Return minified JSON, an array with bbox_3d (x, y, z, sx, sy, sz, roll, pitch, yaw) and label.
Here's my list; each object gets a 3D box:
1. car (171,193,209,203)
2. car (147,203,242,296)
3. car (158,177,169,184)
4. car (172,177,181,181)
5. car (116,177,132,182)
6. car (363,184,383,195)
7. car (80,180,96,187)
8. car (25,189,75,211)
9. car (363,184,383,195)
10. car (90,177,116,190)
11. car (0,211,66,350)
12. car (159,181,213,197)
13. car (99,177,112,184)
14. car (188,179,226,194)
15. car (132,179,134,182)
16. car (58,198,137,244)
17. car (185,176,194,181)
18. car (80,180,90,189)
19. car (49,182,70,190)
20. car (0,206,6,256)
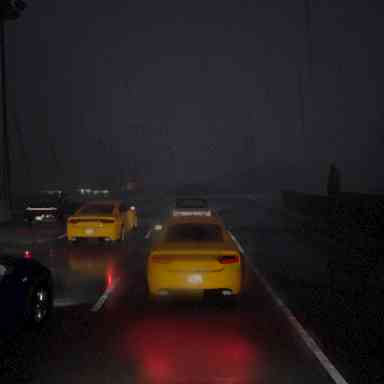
[{"bbox_3d":[-0.026,0.972,17.778,1.895,1.301,4.718,0,3,0],"label":"car"},{"bbox_3d":[0.042,1.315,8.409,1.882,1.535,5.008,0,2,0],"label":"car"},{"bbox_3d":[-7.671,-2.827,86.067,2.128,1.511,4.902,0,3,0],"label":"car"},{"bbox_3d":[-4.171,-2.878,86.092,1.882,1.535,5.008,0,3,0],"label":"car"},{"bbox_3d":[-14.539,-1.847,69.503,1.895,1.301,4.718,0,3,0],"label":"car"},{"bbox_3d":[23.949,-0.287,41.104,4.718,1.301,1.895,0,3,2],"label":"car"},{"bbox_3d":[-21.534,-1.851,68.759,1.994,1.385,4.181,0,3,0],"label":"car"},{"bbox_3d":[-7.027,0.864,17.642,2.128,1.511,4.902,0,3,0],"label":"car"},{"bbox_3d":[22.105,-0.210,37.661,4.902,1.511,2.128,0,3,2],"label":"car"},{"bbox_3d":[-14.485,-1.407,54.463,2.150,2.045,5.566,0,3,-1],"label":"car"},{"bbox_3d":[-3.427,1.313,3.900,2.097,1.767,4.553,0,1,0],"label":"car"},{"bbox_3d":[-0.662,-0.165,36.451,5.008,1.535,1.882,-1,3,-15],"label":"car"},{"bbox_3d":[-21.648,-2.833,83.186,2.097,1.767,4.553,0,3,0],"label":"car"},{"bbox_3d":[2.299,-0.591,44.562,4.902,1.511,2.128,2,5,38],"label":"car"},{"bbox_3d":[-14.658,-2.658,84.399,1.895,1.301,4.718,0,3,0],"label":"car"},{"bbox_3d":[-3.497,1.060,13.732,1.882,1.535,5.008,0,3,0],"label":"car"},{"bbox_3d":[-0.671,-2.814,86.123,2.033,1.411,5.357,0,3,0],"label":"car"},{"bbox_3d":[-18.017,-1.363,58.664,2.128,1.511,4.902,0,3,0],"label":"car"},{"bbox_3d":[-21.499,-1.005,54.065,1.895,1.301,4.718,0,3,0],"label":"car"},{"bbox_3d":[-6.957,1.321,8.231,1.882,1.535,5.008,0,2,0],"label":"car"}]
